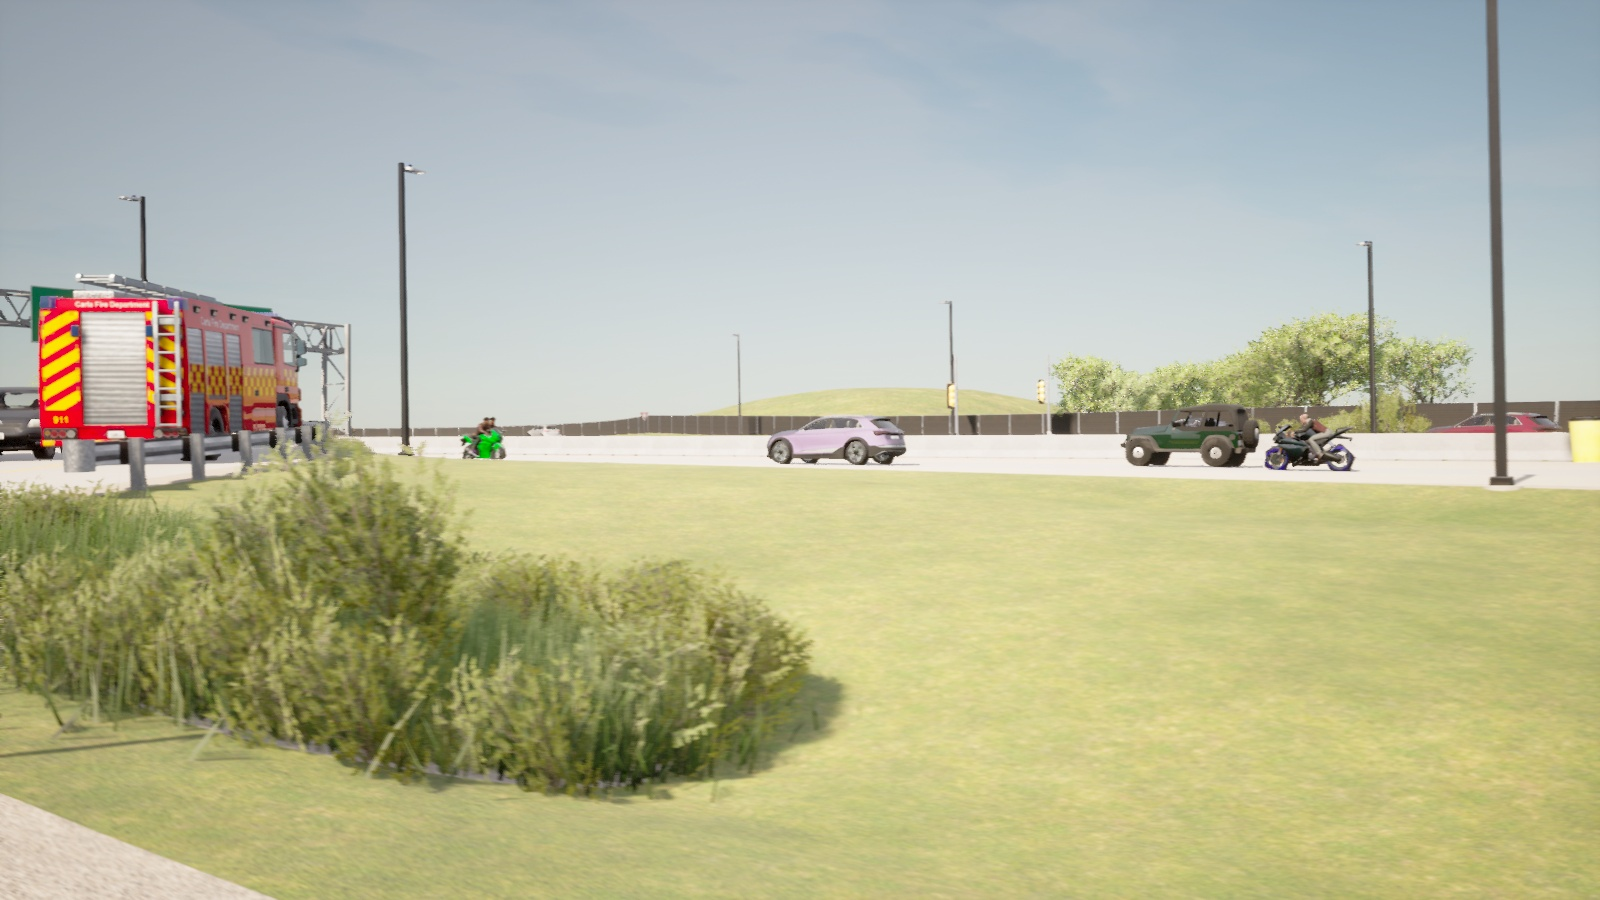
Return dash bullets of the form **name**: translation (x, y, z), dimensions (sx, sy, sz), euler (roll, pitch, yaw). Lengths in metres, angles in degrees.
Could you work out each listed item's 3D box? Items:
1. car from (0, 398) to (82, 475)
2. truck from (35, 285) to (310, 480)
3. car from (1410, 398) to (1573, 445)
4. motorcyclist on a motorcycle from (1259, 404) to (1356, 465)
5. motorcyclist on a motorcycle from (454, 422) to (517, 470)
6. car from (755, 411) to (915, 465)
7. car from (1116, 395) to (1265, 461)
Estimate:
- **car**: translation (-17.703, -0.346, 28.457), dimensions (1.851, 1.617, 3.988), euler (-2, 3, -21)
- **truck**: translation (-14.144, -1.514, 29.270), dimensions (2.891, 3.827, 8.468), euler (-2, 2, -7)
- **car**: translation (25.434, -1.035, 46.367), dimensions (2.033, 1.649, 4.856), euler (-2, 1, -33)
- **motorcyclist on a motorcycle**: translation (13.219, -0.398, 32.727), dimensions (2.191, 1.530, 0.866), euler (-1, 0, 34)
- **motorcyclist on a motorcycle**: translation (-10.078, -0.121, 40.205), dimensions (2.044, 1.523, 0.797), euler (-1, 0, 34)
- **car**: translation (1.118, -0.358, 41.017), dimensions (4.856, 1.649, 2.033), euler (-1, 1, 34)
- **car**: translation (11.779, -0.649, 37.952), dimensions (3.866, 1.878, 1.905), euler (-1, 0, 34)
